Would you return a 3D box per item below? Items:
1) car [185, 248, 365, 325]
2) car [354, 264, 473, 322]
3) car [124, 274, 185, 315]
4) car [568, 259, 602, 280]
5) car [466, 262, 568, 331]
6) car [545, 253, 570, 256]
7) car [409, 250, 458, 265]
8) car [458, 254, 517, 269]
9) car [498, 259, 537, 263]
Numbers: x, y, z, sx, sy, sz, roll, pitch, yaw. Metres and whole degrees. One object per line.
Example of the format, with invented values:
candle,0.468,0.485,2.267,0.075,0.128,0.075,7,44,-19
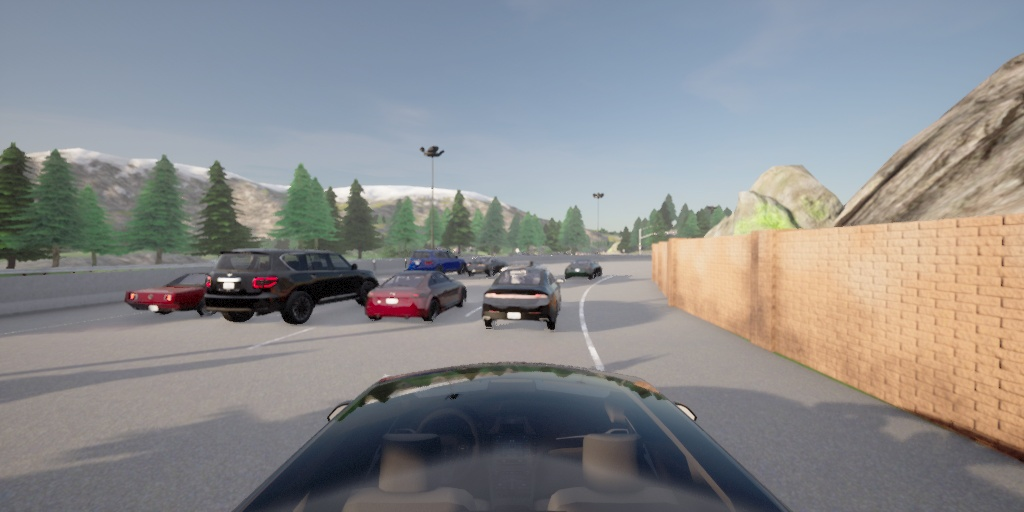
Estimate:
car,-6.495,0.805,11.417,2.150,2.045,5.566,0,0,9
car,-2.890,1.149,11.616,1.994,1.385,4.181,0,1,10
car,-9.851,1.173,12.438,1.895,1.301,4.718,0,1,10
car,5.277,0.906,26.089,1.994,1.385,4.181,0,1,25
car,0.453,1.095,10.518,2.128,1.511,4.902,0,1,10
car,8.681,0.219,63.565,4.892,1.490,1.837,-1,1,-39
car,-5.580,0.543,27.528,2.150,2.045,5.566,0,1,22
car,-1.724,0.810,27.584,2.128,1.511,4.902,0,1,24
car,1.063,0.957,25.276,1.895,1.301,4.718,0,1,23
